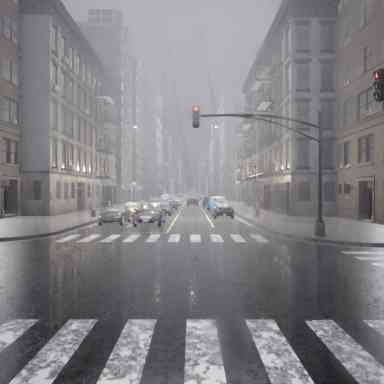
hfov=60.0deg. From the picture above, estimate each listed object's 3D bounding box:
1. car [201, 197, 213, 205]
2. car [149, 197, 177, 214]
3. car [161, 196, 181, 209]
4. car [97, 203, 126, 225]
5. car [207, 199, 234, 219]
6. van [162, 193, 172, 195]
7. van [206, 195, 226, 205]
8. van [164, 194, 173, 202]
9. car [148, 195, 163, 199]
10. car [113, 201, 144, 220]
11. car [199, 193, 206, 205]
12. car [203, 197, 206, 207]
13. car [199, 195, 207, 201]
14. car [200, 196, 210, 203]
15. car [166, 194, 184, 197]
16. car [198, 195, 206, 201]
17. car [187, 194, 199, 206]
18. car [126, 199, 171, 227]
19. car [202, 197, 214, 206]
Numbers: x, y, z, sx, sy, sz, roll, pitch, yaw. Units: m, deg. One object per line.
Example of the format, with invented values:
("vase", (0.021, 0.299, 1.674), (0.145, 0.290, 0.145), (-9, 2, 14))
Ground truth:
("car", (2.647, 1.548, 61.385), (2.008, 1.369, 4.403), (0, 0, 0))
("car", (-2.845, 1.545, 32.792), (2.033, 1.411, 5.357), (0, 0, 0))
("car", (-2.835, 1.561, 42.806), (1.994, 1.385, 4.181), (0, 0, 1))
("car", (-5.391, 1.549, 23.540), (2.008, 1.369, 4.403), (0, 0, 0))
("car", (2.639, 1.549, 28.948), (2.008, 1.369, 4.403), (0, 0, 0))
("van", (-5.431, 1.338, 66.790), (1.690, 1.788, 3.998), (0, 0, 0))
("van", (2.640, 1.339, 34.354), (1.690, 1.788, 3.998), (0, 0, 0))
("van", (-5.441, 1.338, 77.603), (1.690, 1.788, 3.998), (0, 0, 0))
("car", (-5.411, 1.437, 45.166), (1.967, 1.590, 4.097), (0, 0, 0))
("car", (-5.396, 1.523, 28.777), (1.752, 1.417, 4.829), (0, 0, 0))
("car", (2.644, 1.312, 50.573), (2.192, 1.841, 5.009), (0, 0, 0))
("car", (2.641, 1.579, 39.760), (1.802, 1.307, 4.206), (0, 0, 0))
("car", (2.653, 1.541, 83.010), (1.887, 1.381, 4.507), (0, 0, 0))
("car", (2.648, 1.522, 66.961), (1.752, 1.417, 4.829), (0, 0, 0))
("car", (-2.798, 1.475, 53.060), (1.882, 1.535, 5.008), (0, 0, 1))
("car", (2.654, 1.562, 88.416), (1.947, 1.339, 4.313), (0, 0, 0))
("car", (0.097, 1.503, 55.315), (1.837, 1.490, 4.892), (0, 0, 0))
("car", (-2.849, 1.490, 22.909), (2.128, 1.511, 4.902), (0, 0, 0))
("car", (2.646, 1.563, 55.979), (1.947, 1.339, 4.313), (0, 0, 0))
